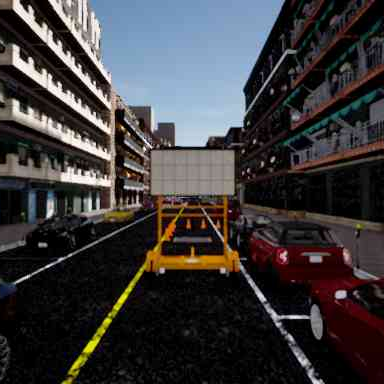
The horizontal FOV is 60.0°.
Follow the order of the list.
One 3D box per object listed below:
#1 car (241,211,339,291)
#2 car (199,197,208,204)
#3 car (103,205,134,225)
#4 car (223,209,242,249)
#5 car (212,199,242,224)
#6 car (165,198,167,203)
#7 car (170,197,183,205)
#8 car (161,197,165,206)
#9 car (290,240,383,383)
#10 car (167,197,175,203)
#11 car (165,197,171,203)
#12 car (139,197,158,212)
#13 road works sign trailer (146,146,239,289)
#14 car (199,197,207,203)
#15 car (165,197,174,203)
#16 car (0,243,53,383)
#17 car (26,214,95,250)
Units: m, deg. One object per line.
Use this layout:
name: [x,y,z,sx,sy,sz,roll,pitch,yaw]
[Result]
car: [2.708,1.501,9.196,1.967,1.590,4.097,0,0,0]
car: [2.835,2.012,77.000,1.752,1.417,4.829,0,0,0]
car: [-5.641,1.696,25.952,1.752,1.417,4.829,0,0,0]
car: [2.719,1.649,14.830,2.008,1.369,4.403,0,0,0]
car: [2.741,1.485,26.105,2.192,1.841,5.009,0,0,0]
car: [-5.589,1.931,54.305,1.802,1.307,4.206,0,0,0]
car: [-2.873,2.036,68.409,1.895,1.301,4.718,0,0,0]
car: [-5.598,1.629,48.670,2.192,1.841,5.009,0,0,0]
car: [2.698,1.569,3.558,1.887,1.381,4.507,0,0,0]
car: [-5.525,2.101,88.122,1.887,1.381,4.507,0,0,0]
car: [-5.545,1.802,76.851,2.192,1.841,5.009,0,0,0]
car: [-5.610,1.719,43.033,1.967,1.590,4.097,0,0,0]
road works sign trailer: [0.017,0.527,9.339,2.380,3.560,2.880,0,0,0]
car: [2.855,2.099,88.102,1.887,1.381,4.507,0,0,0]
car: [-5.536,1.962,82.486,1.967,1.590,4.097,0,0,0]
car: [-3.096,1.508,2.307,2.128,1.511,4.902,0,0,0]
car: [-5.662,1.665,14.849,1.947,1.339,4.313,0,0,0]
